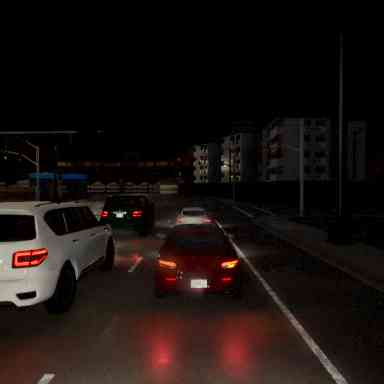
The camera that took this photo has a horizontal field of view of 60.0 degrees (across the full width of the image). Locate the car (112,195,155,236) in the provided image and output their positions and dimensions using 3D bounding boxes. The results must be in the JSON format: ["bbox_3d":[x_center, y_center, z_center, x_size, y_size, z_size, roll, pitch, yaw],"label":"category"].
[{"bbox_3d":[-3.352,1.179,18.147,2.150,2.045,5.566,0,0,0],"label":"car"}]

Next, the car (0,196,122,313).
[{"bbox_3d":[-3.383,1.218,7.788,2.150,2.045,5.566,0,0,0],"label":"car"}]

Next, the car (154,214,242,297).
[{"bbox_3d":[0.120,1.521,8.431,1.812,1.442,4.674,0,0,0],"label":"car"}]

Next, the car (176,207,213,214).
[{"bbox_3d":[0.115,1.490,17.518,1.812,1.442,4.674,0,0,1],"label":"car"}]
